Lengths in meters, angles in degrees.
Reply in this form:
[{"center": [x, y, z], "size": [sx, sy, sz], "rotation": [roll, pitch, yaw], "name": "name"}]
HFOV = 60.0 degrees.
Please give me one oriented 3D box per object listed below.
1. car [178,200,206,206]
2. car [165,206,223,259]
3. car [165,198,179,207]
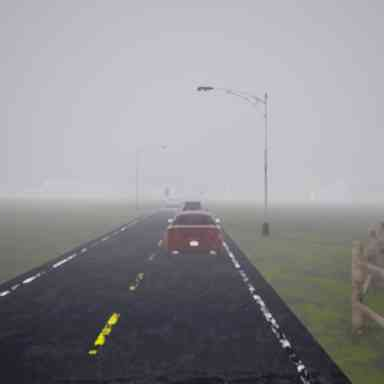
[{"center": [0.077, 1.463, 27.862], "size": [1.837, 1.490, 4.892], "rotation": [0, 1, 0], "name": "car"}, {"center": [0.072, 1.455, 12.580], "size": [1.882, 1.535, 5.008], "rotation": [0, -1, 0], "name": "car"}, {"center": [-2.822, 1.543, 48.303], "size": [1.895, 1.301, 4.718], "rotation": [0, 0, 0], "name": "car"}]
